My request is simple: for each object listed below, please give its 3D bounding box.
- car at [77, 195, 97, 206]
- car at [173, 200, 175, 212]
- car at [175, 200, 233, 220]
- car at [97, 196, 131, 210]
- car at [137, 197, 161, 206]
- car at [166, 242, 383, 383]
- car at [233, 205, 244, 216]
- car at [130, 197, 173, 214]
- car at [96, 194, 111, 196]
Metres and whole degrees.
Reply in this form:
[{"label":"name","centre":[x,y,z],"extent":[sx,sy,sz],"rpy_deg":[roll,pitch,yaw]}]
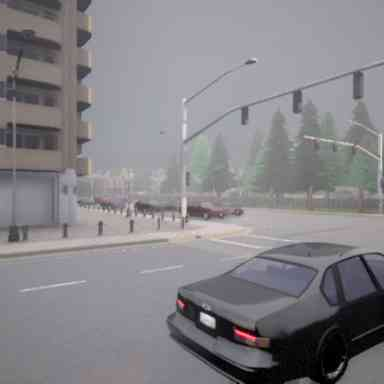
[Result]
[{"label":"car","centre":[-17.851,1.575,55.131],"extent":[1.837,1.490,4.892],"rpy_deg":[0,-1,-35]},{"label":"car","centre":[-1.872,1.632,38.873],"extent":[1.994,1.385,4.181],"rpy_deg":[0,0,-35]},{"label":"car","centre":[0.920,1.543,29.006],"extent":[1.882,1.535,5.008],"rpy_deg":[0,0,-36]},{"label":"car","centre":[-10.567,1.615,44.931],"extent":[2.033,1.411,5.357],"rpy_deg":[0,0,-36]},{"label":"car","centre":[-7.695,1.621,59.232],"extent":[2.033,1.411,5.357],"rpy_deg":[0,0,-36]},{"label":"car","centre":[2.232,1.550,5.359],"extent":[5.357,1.411,2.033],"rpy_deg":[0,0,-35]},{"label":"car","centre":[3.036,1.632,32.047],"extent":[1.994,1.385,4.181],"rpy_deg":[0,0,-37]},{"label":"car","centre":[-4.541,1.544,36.571],"extent":[1.882,1.535,5.008],"rpy_deg":[0,0,-36]},{"label":"car","centre":[-14.949,1.294,57.088],"extent":[2.150,2.045,5.566],"rpy_deg":[0,0,-35]}]
